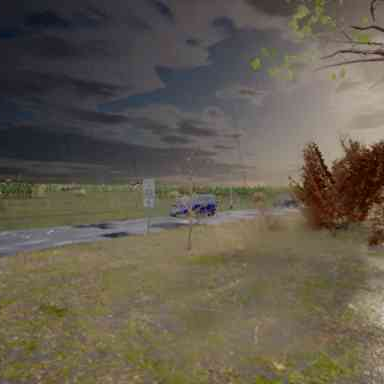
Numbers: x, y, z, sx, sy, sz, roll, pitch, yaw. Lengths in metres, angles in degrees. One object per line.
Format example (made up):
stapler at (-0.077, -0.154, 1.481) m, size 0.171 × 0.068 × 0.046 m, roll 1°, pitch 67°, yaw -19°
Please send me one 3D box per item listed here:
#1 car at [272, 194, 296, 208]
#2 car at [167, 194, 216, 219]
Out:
car at (13.734, 1.285, 48.985) m, size 2.150 × 2.045 × 5.566 m, roll 1°, pitch 0°, yaw 35°
car at (0.083, 1.215, 29.895) m, size 2.150 × 2.045 × 5.566 m, roll 1°, pitch 0°, yaw 35°
